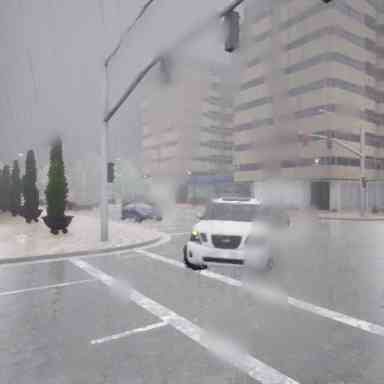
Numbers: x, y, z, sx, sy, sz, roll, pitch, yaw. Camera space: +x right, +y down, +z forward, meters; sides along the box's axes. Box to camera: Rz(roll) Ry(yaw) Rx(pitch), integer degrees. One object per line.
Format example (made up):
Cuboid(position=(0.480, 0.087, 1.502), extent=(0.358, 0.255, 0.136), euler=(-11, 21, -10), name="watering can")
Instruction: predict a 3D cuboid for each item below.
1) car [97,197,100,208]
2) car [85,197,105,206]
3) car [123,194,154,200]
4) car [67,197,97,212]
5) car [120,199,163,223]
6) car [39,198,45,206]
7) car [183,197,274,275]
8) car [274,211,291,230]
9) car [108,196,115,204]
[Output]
Cuboid(position=(-14.490, 1.502, 46.797), extent=(1.837, 1.490, 4.892), euler=(0, 1, -35), name="car")
Cuboid(position=(-16.391, 1.564, 55.938), extent=(1.994, 1.385, 4.181), euler=(0, 0, -35), name="car")
Cuboid(position=(-5.294, 1.223, 33.613), extent=(2.150, 2.045, 5.566), euler=(0, 0, -35), name="car")
Cuboid(position=(-13.008, 1.478, 38.544), extent=(1.882, 1.535, 5.008), euler=(0, 0, -35), name="car")
Cuboid(position=(-3.992, 1.526, 25.639), extent=(1.812, 1.442, 4.674), euler=(0, 0, -35), name="car")
Cuboid(position=(-23.217, 1.565, 53.294), extent=(1.994, 1.385, 4.181), euler=(0, 0, -35), name="car")
Cuboid(position=(1.488, 1.221, 10.962), extent=(2.150, 2.045, 5.566), euler=(2, 0, 14), name="car")
Cuboid(position=(3.829, 1.505, 20.569), extent=(1.837, 1.490, 4.892), euler=(0, 0, -35), name="car")
Cuboid(position=(-15.540, 1.526, 60.827), extent=(1.812, 1.442, 4.674), euler=(0, 0, -35), name="car")
